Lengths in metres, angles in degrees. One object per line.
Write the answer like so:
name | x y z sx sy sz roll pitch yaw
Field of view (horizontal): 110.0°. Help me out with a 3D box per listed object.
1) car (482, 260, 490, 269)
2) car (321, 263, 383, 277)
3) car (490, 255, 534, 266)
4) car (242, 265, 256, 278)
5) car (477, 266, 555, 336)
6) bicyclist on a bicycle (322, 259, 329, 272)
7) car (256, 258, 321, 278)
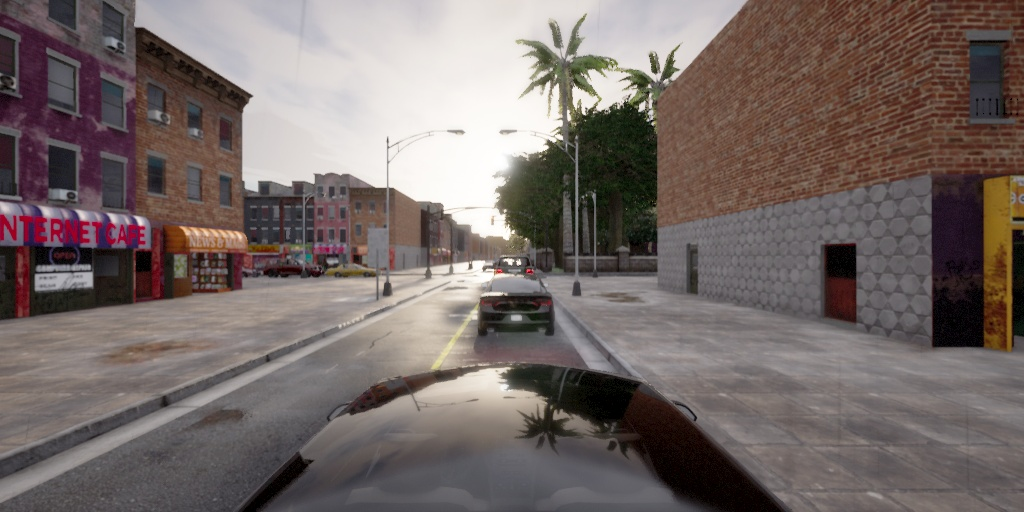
car | -2.862 1.295 47.862 1.812 1.442 4.674 0 0 0
car | -14.443 1.310 32.994 4.829 1.417 1.751 0 0 0
car | 0.100 0.972 20.418 2.150 2.045 5.566 0 0 -1
car | -25.516 1.395 32.980 4.207 1.307 1.802 0 0 0
car | 0.098 1.226 10.449 1.882 1.535 5.008 0 0 0
bicyclist on a bicycle | -20.147 1.107 38.633 0.582 1.620 1.656 0 0 0
car | -20.064 1.113 32.987 5.009 1.841 2.192 0 0 0
